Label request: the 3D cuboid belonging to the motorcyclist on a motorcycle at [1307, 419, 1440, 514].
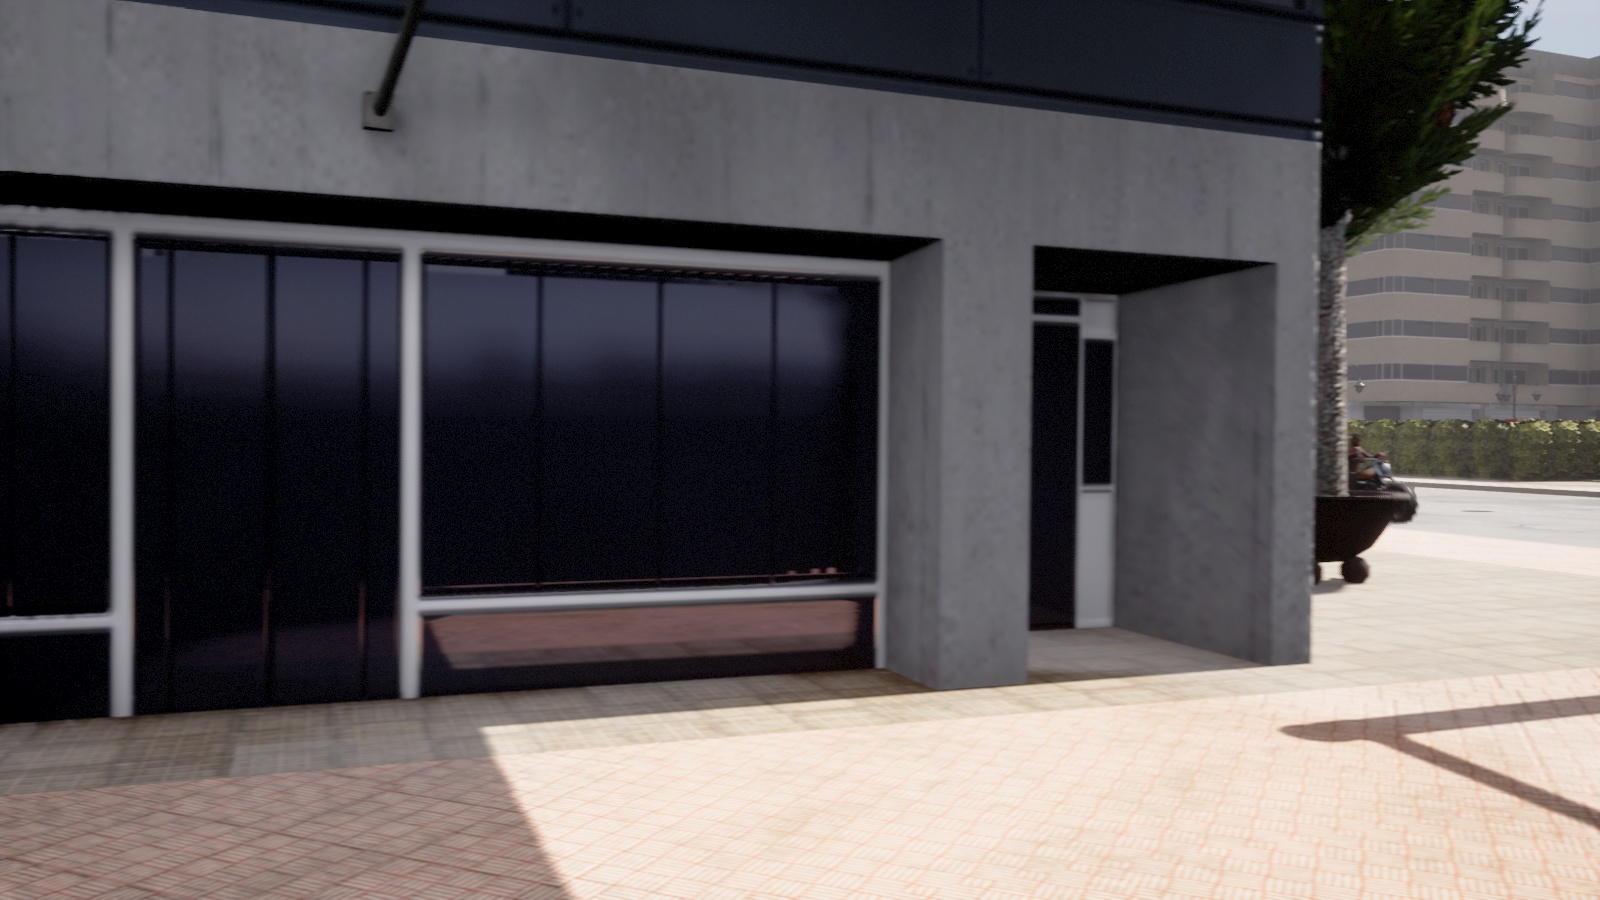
[{"bbox_3d":[10.444,0.262,22.980,0.766,1.649,2.350,-1,1,-21],"label":"motorcyclist on a motorcycle"}]
